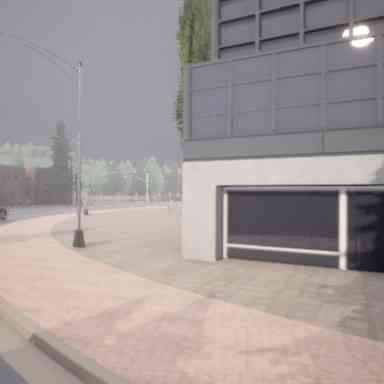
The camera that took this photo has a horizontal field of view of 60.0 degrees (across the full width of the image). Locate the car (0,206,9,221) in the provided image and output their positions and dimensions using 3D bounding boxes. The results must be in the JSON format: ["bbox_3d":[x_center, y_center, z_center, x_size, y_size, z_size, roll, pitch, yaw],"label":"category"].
[{"bbox_3d":[-15.792,1.583,25.705,2.128,1.511,4.902,0,0,-10],"label":"car"}]
